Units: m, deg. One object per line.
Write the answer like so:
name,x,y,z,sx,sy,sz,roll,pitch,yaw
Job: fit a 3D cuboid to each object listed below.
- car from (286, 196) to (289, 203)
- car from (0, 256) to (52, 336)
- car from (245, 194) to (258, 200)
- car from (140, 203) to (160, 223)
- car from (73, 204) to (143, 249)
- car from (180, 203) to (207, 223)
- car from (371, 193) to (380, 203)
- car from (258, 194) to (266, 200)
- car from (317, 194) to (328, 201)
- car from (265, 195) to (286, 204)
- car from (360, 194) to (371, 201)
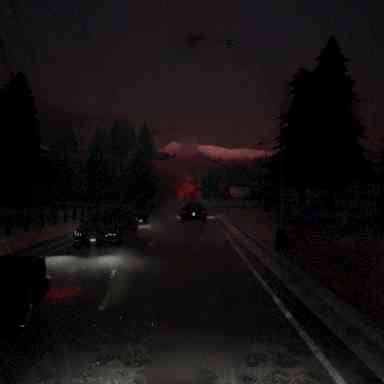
car,17.072,1.306,63.277,1.970,1.475,3.806,0,0,0
car,-3.585,1.541,4.025,2.033,1.411,5.357,0,0,0
car,14.284,1.236,81.922,2.007,1.523,4.514,0,0,0
car,-3.475,1.569,25.286,2.033,1.411,5.357,0,0,0
car,-3.563,1.485,14.454,1.837,1.490,4.892,0,0,0
car,0.123,1.531,25.310,1.994,1.385,4.181,0,0,0
car,32.592,1.032,55.550,1.932,1.855,4.605,0,0,0
car,17.421,1.228,81.940,2.152,1.636,5.027,0,0,0
car,29.183,1.230,74.138,1.845,1.501,3.633,0,0,0
car,14.011,1.304,55.889,1.845,1.501,3.633,0,0,0
car,39.175,1.210,73.988,2.007,1.523,4.514,0,0,0
